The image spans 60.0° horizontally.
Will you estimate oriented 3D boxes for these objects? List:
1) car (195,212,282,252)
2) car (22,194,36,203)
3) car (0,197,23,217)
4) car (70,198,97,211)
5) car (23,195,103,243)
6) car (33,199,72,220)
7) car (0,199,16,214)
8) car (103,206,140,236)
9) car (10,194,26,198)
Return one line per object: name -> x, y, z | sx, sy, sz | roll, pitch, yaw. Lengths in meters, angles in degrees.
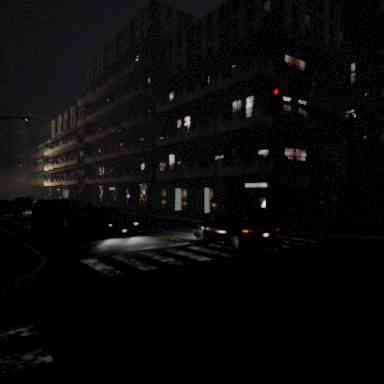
car -> 1.800, 1.537, 14.039 | 1.994, 1.385, 4.181 | 0, 0, -27
car -> -32.882, 1.267, 66.985 | 1.967, 1.590, 4.097 | 0, 0, -36
car -> -16.412, 1.444, 29.955 | 1.887, 1.381, 4.507 | 0, 0, -36
car -> -12.947, 1.462, 39.459 | 1.802, 1.307, 4.206 | 0, 0, -36
car -> -6.443, 1.263, 16.191 | 2.192, 1.841, 5.009 | 0, 0, -36
car -> -11.840, 1.386, 28.058 | 1.882, 1.535, 5.008 | 0, 0, -36
car -> -19.735, 1.450, 34.543 | 1.947, 1.339, 4.313 | 0, 0, -36
car -> -4.836, 1.491, 18.379 | 2.033, 1.411, 5.357 | 0, 0, -36
car -> -19.530, 1.353, 38.723 | 1.882, 1.535, 5.008 | 0, 1, -35
